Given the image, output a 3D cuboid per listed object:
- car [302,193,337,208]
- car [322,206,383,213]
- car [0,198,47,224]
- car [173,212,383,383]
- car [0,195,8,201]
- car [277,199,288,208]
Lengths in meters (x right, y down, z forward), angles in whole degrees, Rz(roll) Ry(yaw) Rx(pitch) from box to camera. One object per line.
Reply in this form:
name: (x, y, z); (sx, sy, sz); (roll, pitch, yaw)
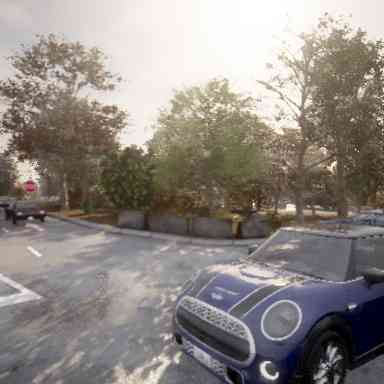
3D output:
car: (16.923, 1.123, 44.154); (2.150, 2.045, 5.566); (-3, 3, -36)
car: (8.719, 1.630, 16.027); (2.002, 1.452, 4.674); (0, 0, -35)
car: (-11.080, 1.280, 21.979); (1.895, 1.301, 4.718); (-3, 2, -36)
car: (1.959, 1.301, 5.050); (4.553, 1.767, 2.097); (1, 0, -35)
car: (-19.320, 1.022, 33.490); (2.033, 1.411, 5.357); (-3, 2, -32)
car: (11.131, 1.440, 46.460); (1.812, 1.442, 4.674); (-3, 3, -36)
